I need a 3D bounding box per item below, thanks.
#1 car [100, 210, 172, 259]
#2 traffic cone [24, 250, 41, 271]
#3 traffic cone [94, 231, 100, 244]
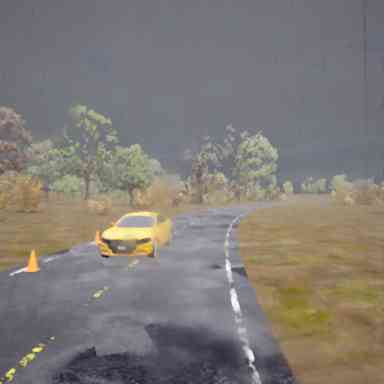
[{"bbox_3d":[-1.989,1.534,13.092,1.882,1.535,5.008,0,0,6],"label":"car"},{"bbox_3d":[-4.647,1.988,9.718,0.340,0.580,0.340,0,0,4],"label":"traffic cone"},{"bbox_3d":[-4.201,2.014,14.789,0.340,0.580,0.340,0,0,6],"label":"traffic cone"}]
